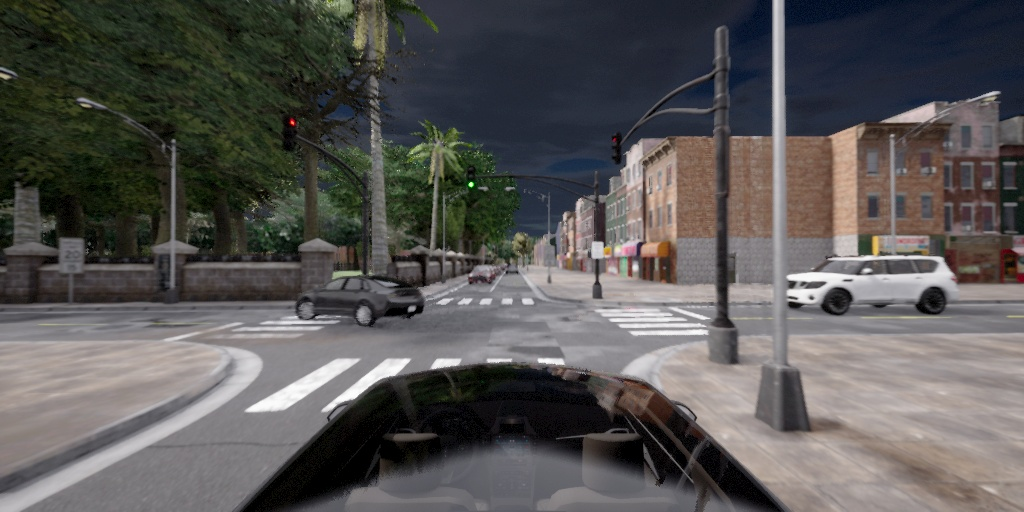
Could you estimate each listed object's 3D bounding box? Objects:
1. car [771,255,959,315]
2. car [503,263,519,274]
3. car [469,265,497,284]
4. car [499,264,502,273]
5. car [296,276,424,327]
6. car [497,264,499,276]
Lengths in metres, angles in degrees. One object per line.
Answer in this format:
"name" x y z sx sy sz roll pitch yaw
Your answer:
"car" 12.860 1.009 13.269 5.566 2.045 2.150 0 -1 0
"car" 0.014 2.090 55.119 1.994 1.385 4.181 0 -1 0
"car" -2.630 1.587 31.036 1.967 1.591 4.097 0 0 0
"car" -2.626 1.993 48.099 1.802 1.307 4.207 0 0 0
"car" -5.234 1.423 12.193 4.892 1.490 1.837 -1 -4 28
"car" -2.628 1.672 36.723 1.967 1.591 4.097 0 0 0
